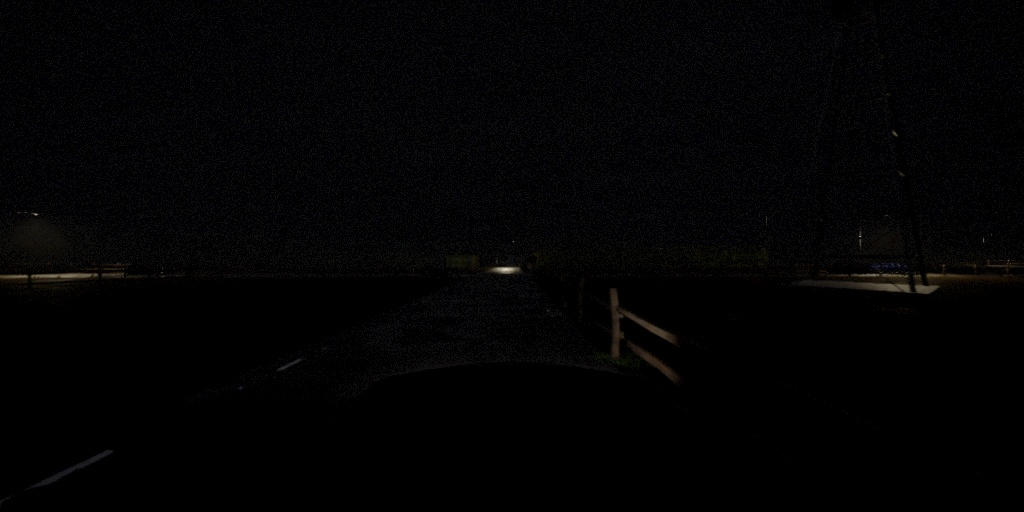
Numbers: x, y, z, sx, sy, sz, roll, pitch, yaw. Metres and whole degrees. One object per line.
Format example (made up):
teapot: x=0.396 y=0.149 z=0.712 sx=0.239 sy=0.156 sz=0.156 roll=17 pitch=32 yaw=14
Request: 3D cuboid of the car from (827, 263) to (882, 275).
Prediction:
car: x=42.010 y=1.577 z=44.379 sx=5.008 sy=1.535 sz=1.882 roll=0 pitch=1 yaw=0

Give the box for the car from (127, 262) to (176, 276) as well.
car: x=-44.452 y=1.550 z=44.247 sx=4.553 sy=1.767 sz=2.097 roll=-1 pitch=1 yaw=0

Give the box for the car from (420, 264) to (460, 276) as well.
car: x=-8.898 y=1.752 z=44.305 sx=4.892 sy=1.490 sz=1.837 roll=1 pitch=1 yaw=0
